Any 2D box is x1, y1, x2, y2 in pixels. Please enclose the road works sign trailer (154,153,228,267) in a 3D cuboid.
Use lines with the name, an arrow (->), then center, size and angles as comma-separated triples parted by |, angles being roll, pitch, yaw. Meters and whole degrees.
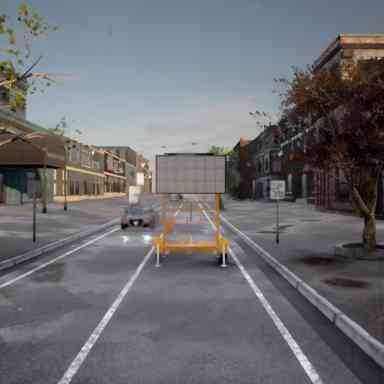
road works sign trailer -> -0.037, 0.466, 11.431 | 2.380, 3.560, 2.880 | 0, 0, 0

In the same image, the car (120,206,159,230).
car -> -3.169, 1.567, 20.806 | 1.994, 1.385, 4.181 | 0, 0, 0

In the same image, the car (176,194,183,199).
car -> -3.301, 1.228, 88.452 | 1.895, 1.301, 4.718 | 0, 1, 0

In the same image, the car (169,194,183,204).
car -> -3.274, 1.394, 61.772 | 2.128, 1.511, 4.902 | 0, 0, 0
